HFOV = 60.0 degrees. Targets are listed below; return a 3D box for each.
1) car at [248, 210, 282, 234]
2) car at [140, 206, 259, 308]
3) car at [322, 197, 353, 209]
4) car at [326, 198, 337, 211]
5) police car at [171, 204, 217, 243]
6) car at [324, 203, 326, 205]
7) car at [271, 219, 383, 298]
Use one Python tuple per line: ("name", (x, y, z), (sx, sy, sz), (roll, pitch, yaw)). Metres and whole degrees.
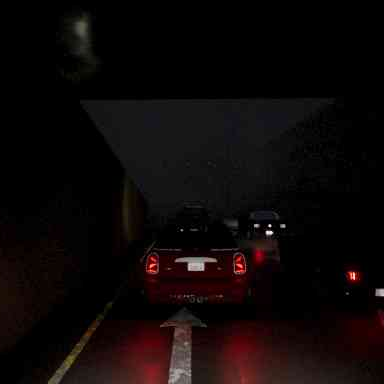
("car", (3.591, 1.601, 17.628), (1.895, 1.301, 4.718), (0, 0, 0))
("car", (0.079, 1.352, 8.055), (2.097, 1.767, 4.553), (0, 0, 0))
("car", (17.553, 1.295, 39.987), (1.853, 1.218, 4.536), (0, 0, 45))
("car", (17.414, 1.453, 35.343), (2.038, 1.542, 4.974), (0, 0, -35))
("police car", (0.087, 1.504, 17.180), (2.038, 1.542, 4.974), (0, 0, 0))
("car", (17.516, 1.453, 39.950), (2.038, 1.542, 4.974), (0, 0, 45))
("car", (3.603, 1.601, 8.471), (1.895, 1.301, 4.718), (0, 0, 0))
